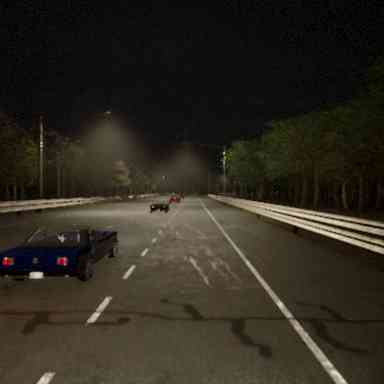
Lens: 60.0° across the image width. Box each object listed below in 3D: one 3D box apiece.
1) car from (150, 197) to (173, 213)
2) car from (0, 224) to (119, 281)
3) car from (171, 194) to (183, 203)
[{"bbox_3d":[-3.450,1.566,36.707,1.895,1.301,4.718,0,0,0],"label":"car"},{"bbox_3d":[-3.496,1.587,9.718,1.895,1.301,4.718,0,0,0],"label":"car"},{"bbox_3d":[-3.323,1.296,65.861,2.097,1.767,4.553,0,0,0],"label":"car"}]
